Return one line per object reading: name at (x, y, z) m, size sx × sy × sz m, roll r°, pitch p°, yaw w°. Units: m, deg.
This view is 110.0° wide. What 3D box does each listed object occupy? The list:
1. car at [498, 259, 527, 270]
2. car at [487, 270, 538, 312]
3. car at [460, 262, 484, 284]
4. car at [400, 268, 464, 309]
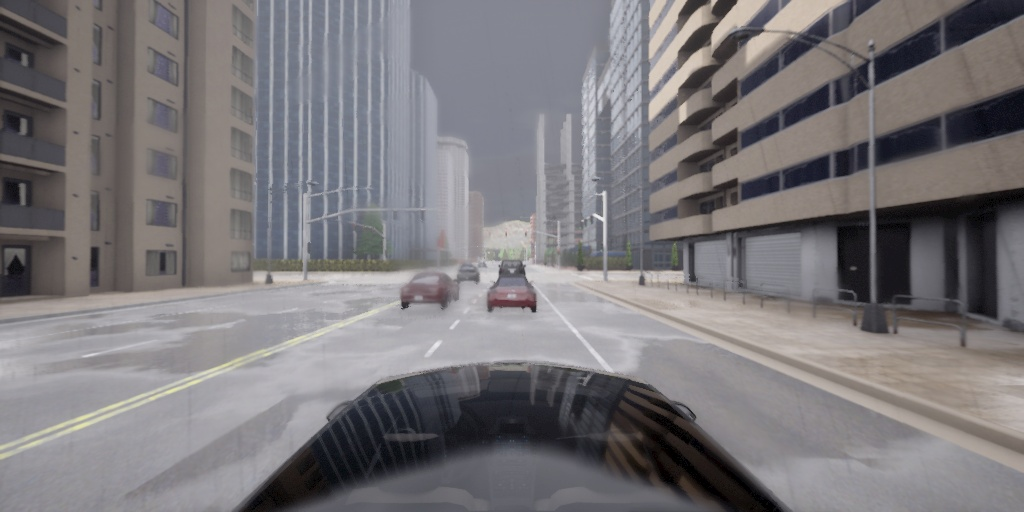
car at (0.008, 1.277, 29.407) m, size 2.150 × 2.045 × 5.566 m, roll 0°, pitch 0°, yaw 0°
car at (0.021, 1.462, 15.196) m, size 1.994 × 1.385 × 4.181 m, roll 0°, pitch -1°, yaw 1°
car at (-3.684, 1.555, 30.318) m, size 2.128 × 1.511 × 4.902 m, roll 0°, pitch 0°, yaw -5°
car at (-3.474, 1.428, 15.723) m, size 1.812 × 1.442 × 4.674 m, roll 0°, pitch 0°, yaw 1°
